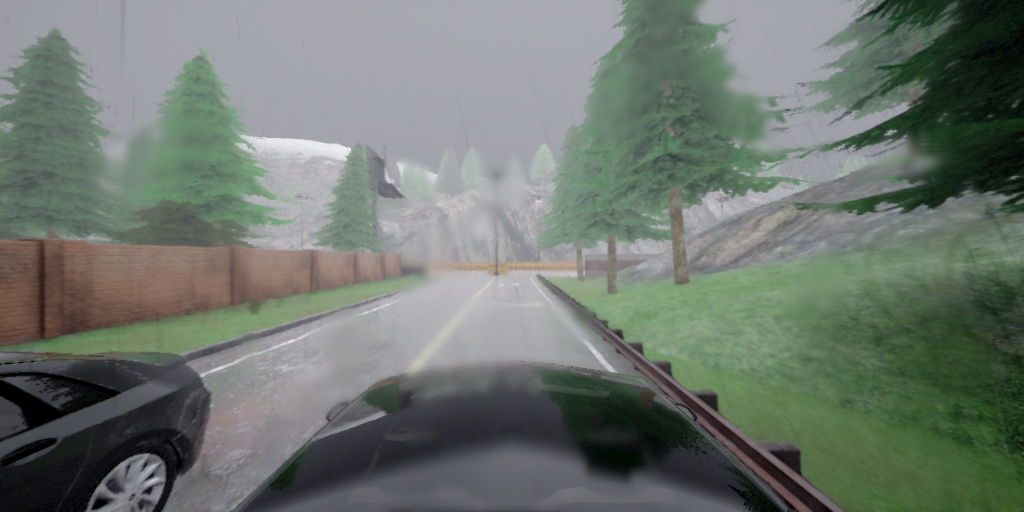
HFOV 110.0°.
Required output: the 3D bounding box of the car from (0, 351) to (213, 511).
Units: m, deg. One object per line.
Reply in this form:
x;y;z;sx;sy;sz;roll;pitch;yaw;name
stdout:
-3.500;1.320;1.044;1.837;1.490;4.892;0;1;0;car
